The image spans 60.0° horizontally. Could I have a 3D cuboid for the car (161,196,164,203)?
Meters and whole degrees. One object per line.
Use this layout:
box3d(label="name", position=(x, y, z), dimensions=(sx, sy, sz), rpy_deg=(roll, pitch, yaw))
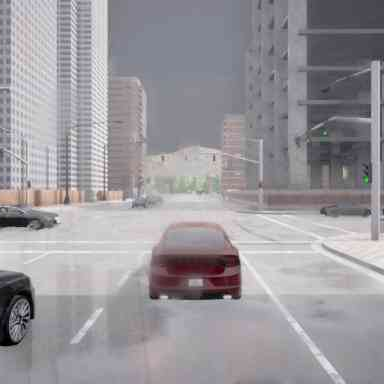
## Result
box3d(label="car", position=(-6.866, 1.547, 67.926), dimensions=(2.033, 1.411, 5.357), rpy_deg=(0, 0, 1))

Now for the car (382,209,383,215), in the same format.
box3d(label="car", position=(18.473, 1.221, 26.747), dimensions=(5.566, 2.045, 2.150), rpy_deg=(0, 0, 0))

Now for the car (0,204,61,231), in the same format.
box3d(label="car", position=(-10.364, 1.491, 19.715), dimensions=(4.902, 1.511, 2.128), rpy_deg=(0, 0, 0))

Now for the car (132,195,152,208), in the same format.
box3d(label="car", position=(-7.248, 1.505, 46.959), dimensions=(1.837, 1.490, 4.892), rpy_deg=(0, 0, 1))

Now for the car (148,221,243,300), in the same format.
box3d(label="car", position=(0.064, 1.478, 8.447), dimensions=(1.882, 1.535, 5.008), rpy_deg=(0, 0, 0))

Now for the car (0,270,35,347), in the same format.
box3d(label="car", position=(-3.449, 1.492, 3.442), dimensions=(2.128, 1.511, 4.902), rpy_deg=(0, 0, 0))

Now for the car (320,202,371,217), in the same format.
box3d(label="car", position=(13.922, 1.564, 30.275), dimensions=(4.181, 1.385, 1.994), rpy_deg=(0, 0, 0))

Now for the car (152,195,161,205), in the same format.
box3d(label="car", position=(-7.094, 1.352, 56.792), dimensions=(2.097, 1.767, 4.553), rpy_deg=(0, 0, 1))
